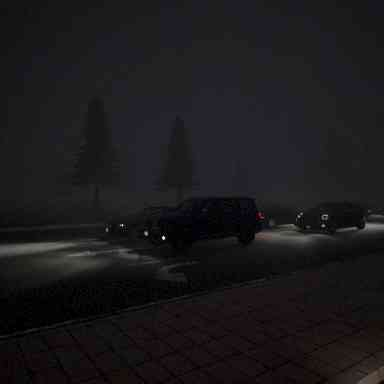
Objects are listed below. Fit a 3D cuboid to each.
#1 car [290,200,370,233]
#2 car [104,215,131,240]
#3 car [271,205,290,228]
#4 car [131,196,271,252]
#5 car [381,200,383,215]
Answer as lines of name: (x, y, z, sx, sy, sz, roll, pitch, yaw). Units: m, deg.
car: (8.252, 1.352, 19.685, 4.553, 1.767, 2.097, 0, 0, -35)
car: (-1.911, 1.492, 16.740, 4.902, 1.511, 2.128, 0, 0, -35)
car: (5.350, 1.564, 21.921, 4.181, 1.385, 1.994, 0, 0, -36)
car: (0.538, 1.221, 14.195, 5.566, 2.045, 2.150, 0, 0, -34)
car: (20.780, 1.505, 32.822, 4.892, 1.490, 1.837, 0, 0, -35)
